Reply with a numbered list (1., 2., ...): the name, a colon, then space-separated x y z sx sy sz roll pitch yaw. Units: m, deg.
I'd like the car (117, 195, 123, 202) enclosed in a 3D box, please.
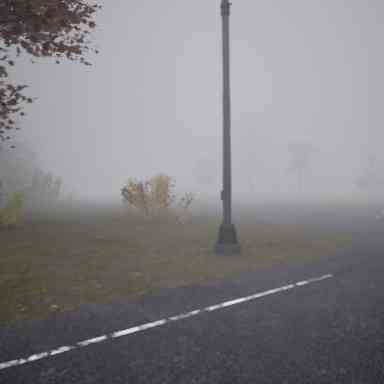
1. car: -9.269 0.806 47.797 1.812 1.442 4.674 -2 2 -35
